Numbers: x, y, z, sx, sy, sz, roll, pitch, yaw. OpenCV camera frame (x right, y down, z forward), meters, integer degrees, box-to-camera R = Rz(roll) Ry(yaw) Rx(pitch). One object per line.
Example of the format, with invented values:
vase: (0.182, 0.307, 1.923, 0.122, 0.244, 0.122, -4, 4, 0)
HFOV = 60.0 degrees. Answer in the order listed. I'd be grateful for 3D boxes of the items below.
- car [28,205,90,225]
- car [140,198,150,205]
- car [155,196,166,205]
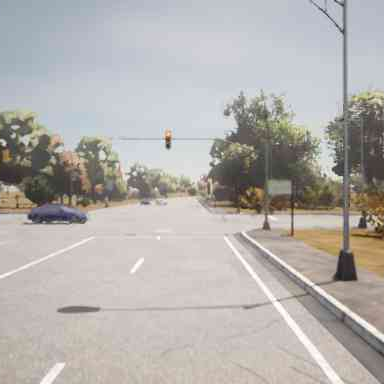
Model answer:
car: (-10.475, 1.756, 26.240, 4.674, 1.442, 1.812, 0, -1, 3)
car: (-10.493, 2.226, 74.722, 1.837, 1.490, 4.892, 0, -1, 0)
car: (-6.993, 1.951, 74.694, 2.150, 2.045, 5.566, 0, -1, 0)
